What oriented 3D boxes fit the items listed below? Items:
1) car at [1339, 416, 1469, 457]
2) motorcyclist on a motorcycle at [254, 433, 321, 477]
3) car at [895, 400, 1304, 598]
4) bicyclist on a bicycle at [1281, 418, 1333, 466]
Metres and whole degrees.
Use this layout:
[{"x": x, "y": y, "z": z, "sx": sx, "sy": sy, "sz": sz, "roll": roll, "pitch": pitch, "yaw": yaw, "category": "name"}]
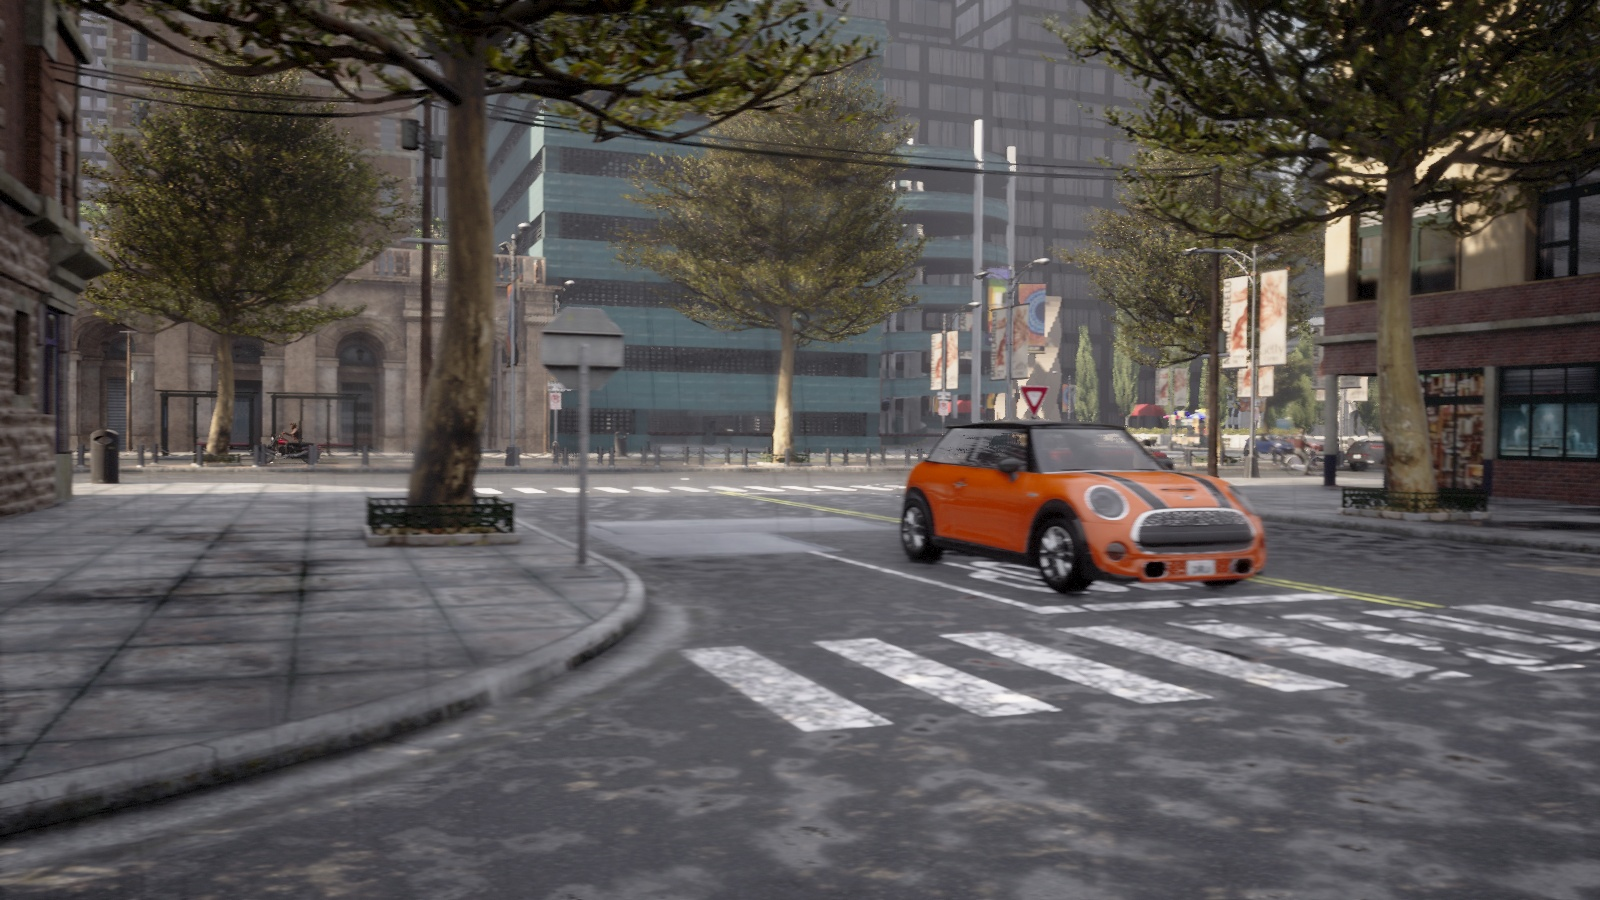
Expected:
[{"x": 25.786, "y": -0.575, "z": 53.618, "sx": 5.027, "sy": 1.651, "sz": 2.152, "roll": -1, "pitch": 1, "yaw": -21, "category": "car"}, {"x": -19.856, "y": 0.171, "z": 48.662, "sx": 2.350, "sy": 1.649, "sz": 0.766, "roll": -1, "pitch": 1, "yaw": -21, "category": "motorcyclist on a motorcycle"}, {"x": 2.988, "y": 0.401, "z": 13.711, "sx": 2.097, "sy": 1.767, "sz": 4.553, "roll": -1, "pitch": 1, "yaw": -22, "category": "car"}, {"x": 19.135, "y": -0.309, "z": 47.364, "sx": 1.843, "sy": 1.776, "sz": 0.659, "roll": -1, "pitch": 1, "yaw": -21, "category": "bicyclist on a bicycle"}]
